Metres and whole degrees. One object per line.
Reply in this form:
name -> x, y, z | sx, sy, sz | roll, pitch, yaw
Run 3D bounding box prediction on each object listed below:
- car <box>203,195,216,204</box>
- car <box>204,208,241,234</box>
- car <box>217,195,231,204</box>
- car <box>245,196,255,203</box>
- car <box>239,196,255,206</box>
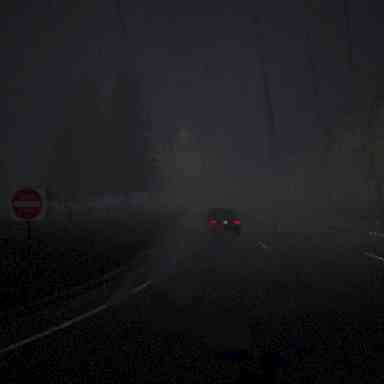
car -> 3.834, 1.693, 76.804 | 2.150, 2.045, 5.566 | 0, 0, 2
car -> 1.788, 1.668, 20.024 | 2.033, 1.411, 5.357 | 0, 0, 0
car -> 7.166, 1.652, 72.499 | 2.150, 2.045, 5.566 | 0, 0, 2
car -> 14.638, 1.823, 84.268 | 2.097, 1.767, 4.553 | 0, 0, 2
car -> 10.229, 1.869, 61.378 | 1.812, 1.442, 4.674 | 0, 0, 2
